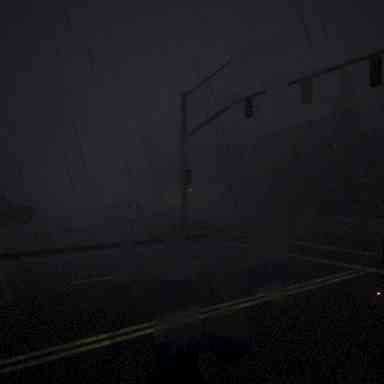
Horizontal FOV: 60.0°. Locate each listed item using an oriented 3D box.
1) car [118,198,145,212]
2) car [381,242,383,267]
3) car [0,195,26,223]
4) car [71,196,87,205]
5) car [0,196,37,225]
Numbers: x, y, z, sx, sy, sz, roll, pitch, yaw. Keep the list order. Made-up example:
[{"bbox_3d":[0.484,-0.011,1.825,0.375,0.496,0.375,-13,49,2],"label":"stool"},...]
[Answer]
[{"bbox_3d":[-7.110,1.508,38.653,1.837,1.490,4.892,0,0,-34],"label":"car"},{"bbox_3d":[6.929,1.494,9.082,4.902,1.511,2.128,0,0,-39],"label":"car"},{"bbox_3d":[-13.932,1.157,23.339,3.866,1.878,1.905,0,0,-35],"label":"car"},{"bbox_3d":[-19.448,1.497,57.233,2.128,1.511,4.902,0,0,-34],"label":"car"},{"bbox_3d":[-12.305,1.154,20.945,4.605,1.855,1.932,0,0,-35],"label":"car"}]
